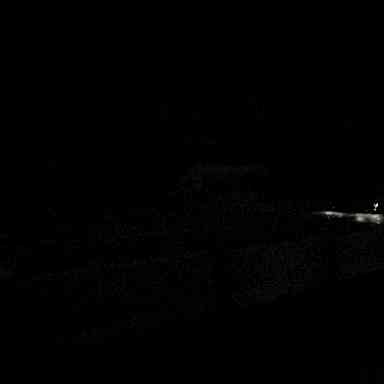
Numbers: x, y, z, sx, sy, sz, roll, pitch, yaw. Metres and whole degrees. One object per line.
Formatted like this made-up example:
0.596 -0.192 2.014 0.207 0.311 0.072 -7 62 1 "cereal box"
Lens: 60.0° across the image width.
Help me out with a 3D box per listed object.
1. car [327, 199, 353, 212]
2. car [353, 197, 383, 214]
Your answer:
16.976 1.518 37.201 4.181 1.385 1.994 1 0 -35 "car"
19.207 1.313 34.492 4.553 1.767 2.097 0 0 -35 "car"
